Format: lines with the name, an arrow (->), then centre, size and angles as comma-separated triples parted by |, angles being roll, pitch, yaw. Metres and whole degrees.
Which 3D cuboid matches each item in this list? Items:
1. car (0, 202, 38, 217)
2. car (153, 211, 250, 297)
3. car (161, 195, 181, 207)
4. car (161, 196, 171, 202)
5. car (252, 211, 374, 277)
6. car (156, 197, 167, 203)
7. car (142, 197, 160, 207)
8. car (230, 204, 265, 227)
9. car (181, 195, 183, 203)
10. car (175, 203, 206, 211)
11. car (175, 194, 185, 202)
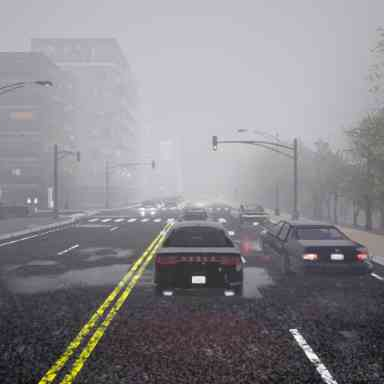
car -> -18.182, 1.723, 33.577 | 4.902, 1.511, 2.128 | -1, 0, -1
car -> 0.140, 1.478, 8.656 | 1.882, 1.535, 5.008 | 0, 0, 0
car -> -3.104, 1.562, 50.354 | 2.033, 1.411, 5.357 | 0, 0, 0
car -> -6.127, 1.590, 78.175 | 1.994, 1.385, 4.181 | 0, 0, 0
car -> 3.395, 1.548, 10.215 | 2.033, 1.411, 5.357 | 0, 0, 1
car -> -6.181, 1.629, 68.324 | 1.895, 1.301, 4.718 | 0, 0, 1
car -> -6.354, 1.615, 50.115 | 1.895, 1.301, 4.718 | 0, 0, 0
car -> 3.445, 1.494, 20.354 | 2.128, 1.511, 4.902 | 0, 0, 0
car -> -3.043, 1.526, 59.954 | 1.837, 1.490, 4.892 | 0, 0, 0
car -> 0.193, 1.566, 19.506 | 1.994, 1.385, 4.181 | 0, 0, 0
car -> -2.873, 1.394, 79.020 | 2.097, 1.767, 4.553 | 0, 0, 0
